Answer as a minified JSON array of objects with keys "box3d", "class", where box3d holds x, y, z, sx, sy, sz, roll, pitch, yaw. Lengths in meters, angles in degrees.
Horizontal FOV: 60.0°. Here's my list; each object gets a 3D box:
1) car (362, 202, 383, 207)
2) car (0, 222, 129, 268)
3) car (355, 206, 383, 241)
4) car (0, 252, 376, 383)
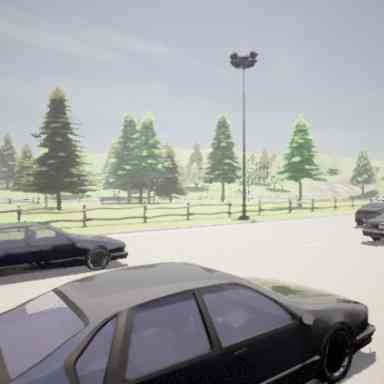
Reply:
[{"box3d":[12.209,1.409,21.041,4.892,1.490,1.837,0,0,-35],"class":"car"},{"box3d":[-4.507,1.541,9.129,5.357,1.411,2.033,0,0,-35],"class":"car"},{"box3d":[9.810,1.475,15.033,5.357,1.411,2.033,0,0,-35],"class":"car"},{"box3d":[-0.163,1.539,3.629,5.357,1.411,2.033,0,0,-35],"class":"car"}]
